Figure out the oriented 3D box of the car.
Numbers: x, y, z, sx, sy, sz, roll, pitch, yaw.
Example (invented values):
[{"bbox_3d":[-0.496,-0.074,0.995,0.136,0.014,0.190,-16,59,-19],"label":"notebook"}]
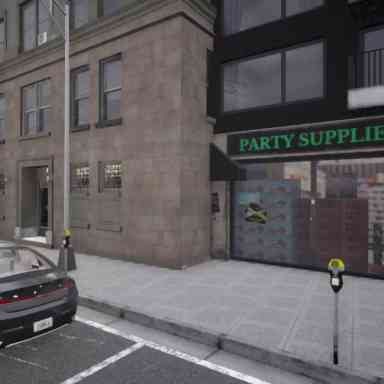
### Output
[{"bbox_3d":[-3.788,1.550,5.746,4.403,1.369,2.008,0,0,35],"label":"car"}]
